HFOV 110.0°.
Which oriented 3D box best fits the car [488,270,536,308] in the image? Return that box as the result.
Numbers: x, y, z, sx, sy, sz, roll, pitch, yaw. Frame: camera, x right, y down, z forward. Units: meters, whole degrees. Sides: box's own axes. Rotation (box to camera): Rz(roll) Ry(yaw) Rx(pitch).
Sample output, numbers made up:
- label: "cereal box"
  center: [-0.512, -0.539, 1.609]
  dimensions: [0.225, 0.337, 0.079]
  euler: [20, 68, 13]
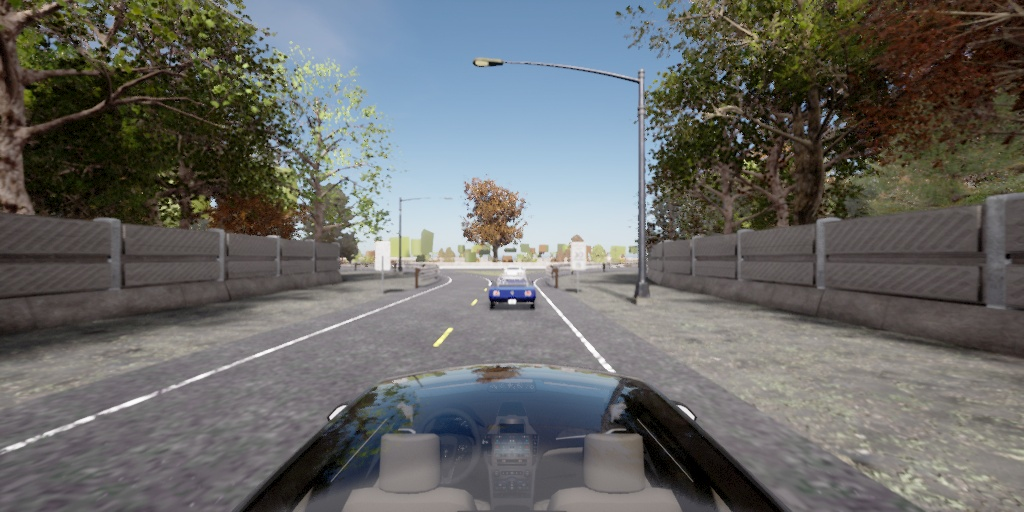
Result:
- label: "car"
  center: [0.017, 1.483, 15.963]
  dimensions: [1.895, 1.301, 4.718]
  euler: [0, 0, 0]

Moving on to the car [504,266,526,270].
- label: "car"
  center: [0.242, 1.548, 31.085]
  dimensions: [1.812, 1.442, 4.674]
  euler: [0, 0, 6]
